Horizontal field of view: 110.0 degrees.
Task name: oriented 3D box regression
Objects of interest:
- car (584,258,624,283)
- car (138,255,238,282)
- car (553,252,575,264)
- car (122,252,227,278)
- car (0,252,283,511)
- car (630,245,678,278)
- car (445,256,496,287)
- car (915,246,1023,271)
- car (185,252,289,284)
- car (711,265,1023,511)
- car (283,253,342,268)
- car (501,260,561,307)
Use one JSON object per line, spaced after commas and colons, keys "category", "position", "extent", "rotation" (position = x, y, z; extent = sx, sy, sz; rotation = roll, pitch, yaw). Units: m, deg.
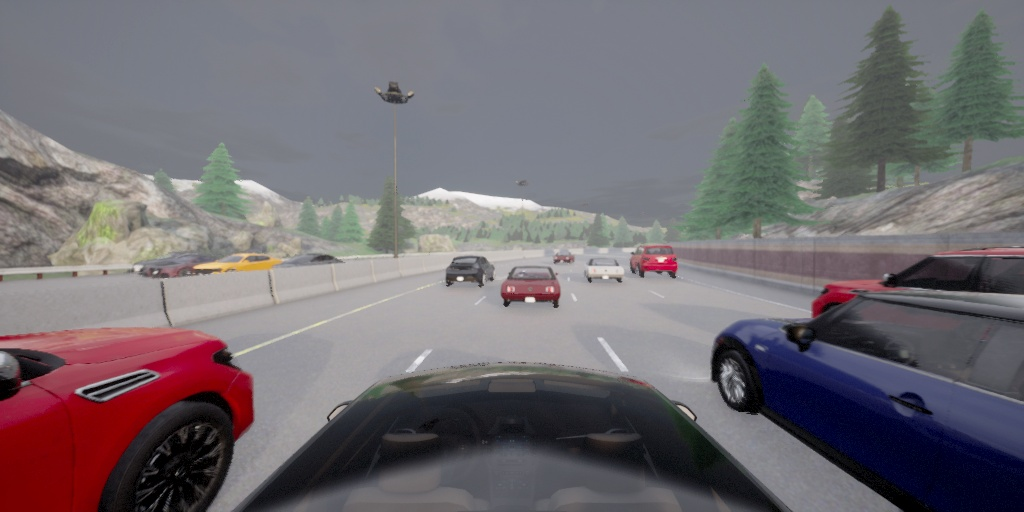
{"category": "car", "position": [5.260, 0.757, 20.994], "extent": [1.895, 1.301, 4.718], "rotation": [0, 2, 9]}
{"category": "car", "position": [-19.505, 0.666, 21.853], "extent": [1.994, 1.385, 4.181], "rotation": [0, 2, 8]}
{"category": "car", "position": [5.812, 0.187, 39.341], "extent": [1.895, 1.301, 4.718], "rotation": [1, 2, 16]}
{"category": "car", "position": [-22.672, 0.509, 24.449], "extent": [2.128, 1.511, 4.902], "rotation": [0, 2, 9]}
{"category": "car", "position": [-3.351, 0.997, 0.753], "extent": [2.150, 2.045, 5.566], "rotation": [0, 2, 0]}
{"category": "car", "position": [9.278, 0.294, 23.800], "extent": [2.150, 2.045, 5.566], "rotation": [0, 2, 10]}
{"category": "car", "position": [-2.079, 0.718, 18.884], "extent": [1.837, 1.490, 4.892], "rotation": [0, 2, 7]}
{"category": "car", "position": [7.221, 0.876, 4.999], "extent": [2.150, 2.045, 5.566], "rotation": [0, 2, 2]}
{"category": "car", "position": [-16.059, 0.599, 21.358], "extent": [1.882, 1.535, 5.008], "rotation": [0, 2, 8]}
{"category": "car", "position": [3.715, 1.066, 2.977], "extent": [2.097, 1.767, 4.553], "rotation": [0, 2, 1]}
{"category": "car", "position": [-12.436, 0.611, 21.981], "extent": [1.837, 1.490, 4.892], "rotation": [0, 2, 8]}
{"category": "car", "position": [0.770, 0.992, 13.254], "extent": [1.895, 1.301, 4.718], "rotation": [0, 2, 5]}
